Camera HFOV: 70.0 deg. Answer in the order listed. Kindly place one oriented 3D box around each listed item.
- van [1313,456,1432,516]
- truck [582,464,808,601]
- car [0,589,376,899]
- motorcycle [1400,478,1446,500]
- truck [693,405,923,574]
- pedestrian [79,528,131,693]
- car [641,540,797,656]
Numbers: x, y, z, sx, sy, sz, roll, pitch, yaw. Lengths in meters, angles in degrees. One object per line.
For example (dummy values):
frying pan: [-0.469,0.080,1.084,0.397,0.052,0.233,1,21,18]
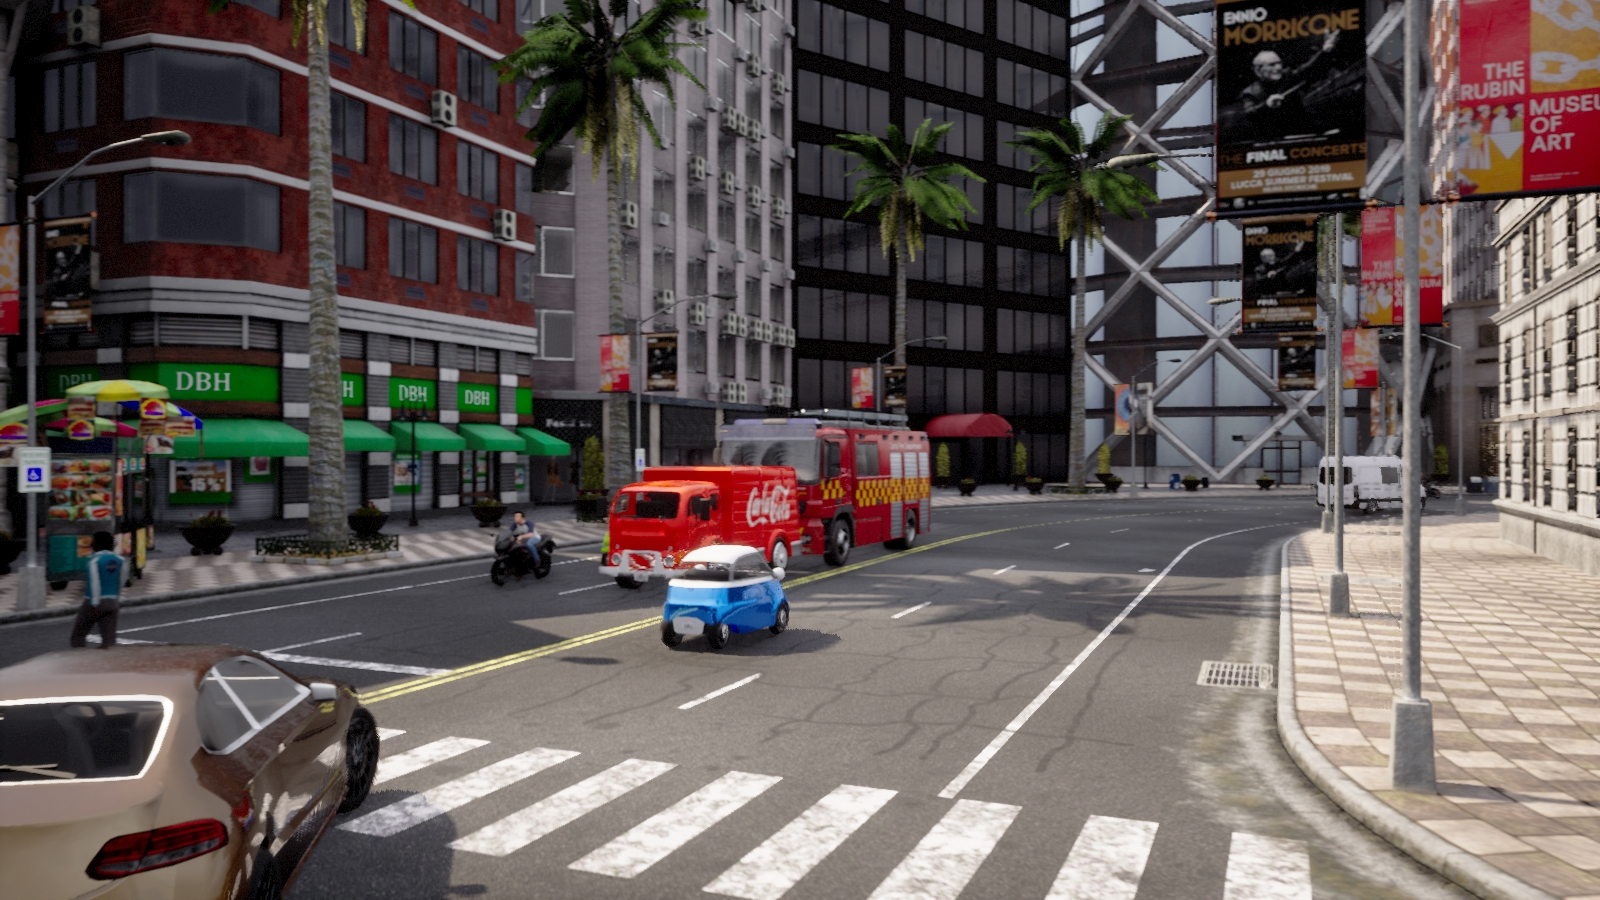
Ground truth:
van: [25.623,1.554,51.042,5.915,2.561,1.988,0,0,-32]
truck: [-2.024,1.574,24.110,2.627,2.467,5.204,0,0,23]
car: [-4.027,1.993,6.928,2.152,1.651,5.027,0,0,-14]
motorcycle: [35.677,2.230,65.471,2.209,1.251,0.867,0,1,-8]
truck: [0.531,0.899,30.456,2.891,3.827,8.468,0,0,25]
pedestrian: [-8.089,1.851,13.301,0.375,1.860,0.375,0,0,23]
car: [-1.150,2.125,16.960,1.481,1.376,2.207,0,0,22]
